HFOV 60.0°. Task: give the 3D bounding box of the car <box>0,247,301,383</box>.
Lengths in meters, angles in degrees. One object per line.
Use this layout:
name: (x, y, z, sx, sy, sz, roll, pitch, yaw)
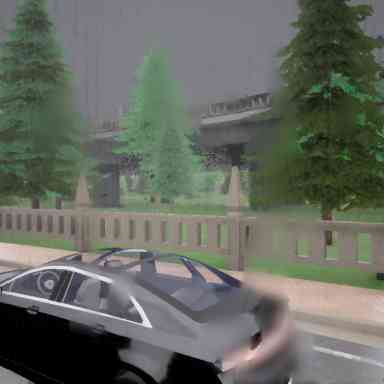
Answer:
car: (-1.183, 1.492, 4.242, 4.902, 1.511, 2.128, 0, 0, 33)
